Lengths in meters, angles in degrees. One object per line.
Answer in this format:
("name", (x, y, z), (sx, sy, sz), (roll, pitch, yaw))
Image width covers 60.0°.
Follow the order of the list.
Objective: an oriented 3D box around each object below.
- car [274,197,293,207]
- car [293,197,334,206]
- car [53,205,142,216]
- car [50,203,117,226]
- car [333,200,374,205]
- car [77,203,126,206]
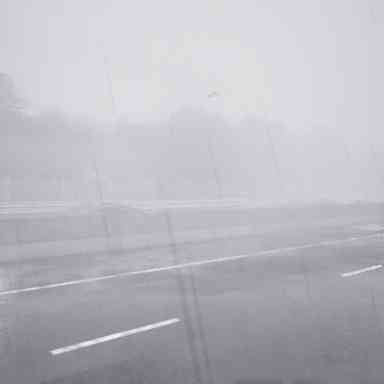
("car", (11.351, 1.316, 37.326), (4.902, 1.511, 2.128), (-1, 0, -34))
("car", (13.167, 1.319, 34.330), (4.902, 1.511, 2.128), (-1, 1, -34))
("car", (-4.771, 1.579, 17.752), (4.718, 1.301, 1.895), (0, 0, -35))
("car", (-7.832, 1.535, 24.149), (4.181, 1.385, 1.994), (0, 0, -35))
("car", (16.176, 1.411, 32.125), (4.718, 1.301, 1.895), (-1, 1, -33))
("car", (-5.539, 1.464, 21.484), (4.902, 1.511, 2.128), (0, 0, -35))
